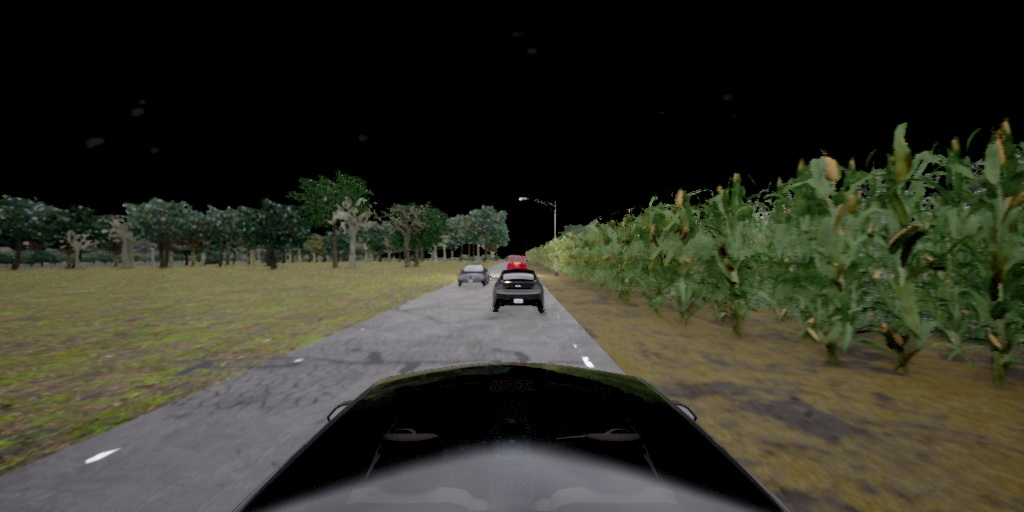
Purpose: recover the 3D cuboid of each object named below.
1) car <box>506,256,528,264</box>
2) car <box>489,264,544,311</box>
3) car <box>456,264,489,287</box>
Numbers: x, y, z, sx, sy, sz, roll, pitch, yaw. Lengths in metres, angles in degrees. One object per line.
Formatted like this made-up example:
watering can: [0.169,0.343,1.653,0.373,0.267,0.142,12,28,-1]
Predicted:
car: [0.542,0.995,38.287,2.150,2.045,5.566,0,0,1]
car: [0.248,1.261,14.419,1.837,1.490,4.892,0,0,1]
car: [-2.573,1.285,24.849,1.812,1.442,4.674,0,0,1]
